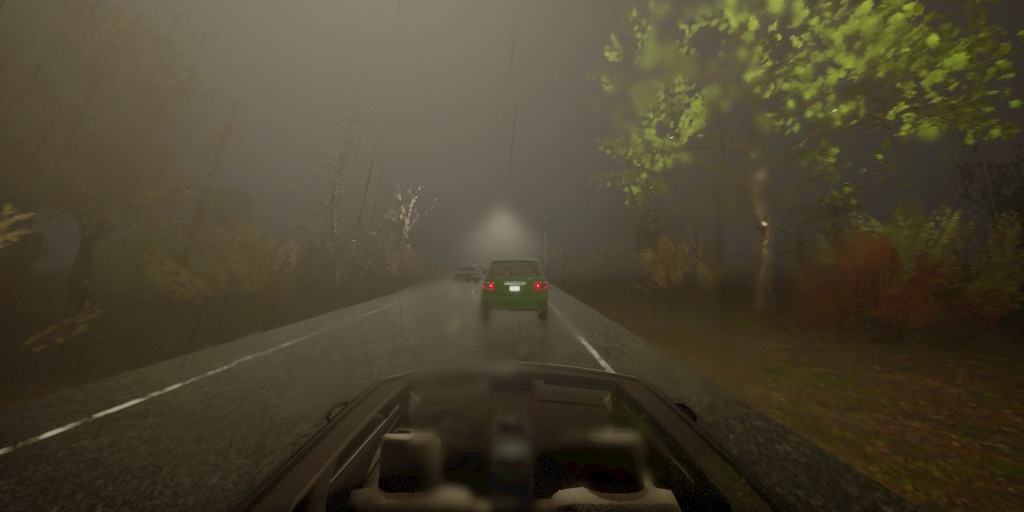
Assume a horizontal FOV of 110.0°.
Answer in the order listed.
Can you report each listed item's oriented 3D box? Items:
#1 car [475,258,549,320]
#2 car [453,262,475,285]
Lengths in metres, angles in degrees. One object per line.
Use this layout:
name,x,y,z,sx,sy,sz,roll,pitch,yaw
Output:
car,0.078,1.088,13.266,2.150,2.045,5.566,0,-1,0
car,-3.693,1.510,29.856,1.882,1.535,5.008,0,-1,0
